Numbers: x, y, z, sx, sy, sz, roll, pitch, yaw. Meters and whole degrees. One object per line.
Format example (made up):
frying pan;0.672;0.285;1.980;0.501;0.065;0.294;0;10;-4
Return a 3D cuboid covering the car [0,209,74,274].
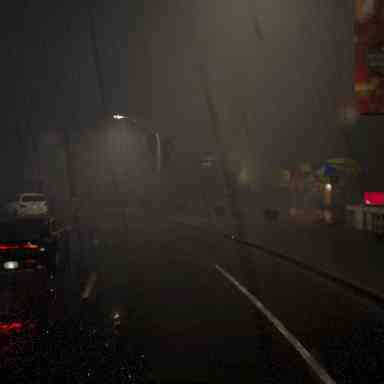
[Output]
car;-4.905;1.491;10.302;1.837;1.490;4.892;0;0;-14

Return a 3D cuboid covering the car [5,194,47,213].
car;-13.599;1.184;27.177;2.150;2.045;5.566;0;0;-40
